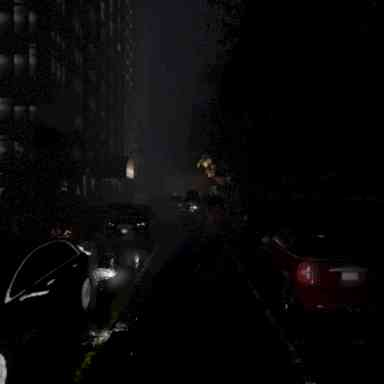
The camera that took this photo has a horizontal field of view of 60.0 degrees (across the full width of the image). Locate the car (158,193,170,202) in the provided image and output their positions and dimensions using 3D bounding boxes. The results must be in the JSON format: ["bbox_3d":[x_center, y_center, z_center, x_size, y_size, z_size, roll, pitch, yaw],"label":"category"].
[{"bbox_3d":[-5.269,0.947,62.810,1.967,1.590,4.097,0,0,0],"label":"car"}]

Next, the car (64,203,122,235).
[{"bbox_3d":[-5.302,1.404,18.452,1.887,1.381,4.507,0,0,0],"label":"car"}]

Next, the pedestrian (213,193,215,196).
[{"bbox_3d":[2.780,0.964,42.442,0.375,1.860,0.375,0,0,0],"label":"pedestrian"}]

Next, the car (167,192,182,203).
[{"bbox_3d":[-2.761,1.118,56.960,1.994,1.385,4.181,0,0,1],"label":"car"}]

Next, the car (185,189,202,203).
[{"bbox_3d":[0.043,0.776,55.187,2.150,2.045,5.566,0,0,0],"label":"car"}]

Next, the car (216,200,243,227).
[{"bbox_3d":[2.579,1.383,18.609,1.752,1.417,4.829,0,0,0],"label":"car"}]

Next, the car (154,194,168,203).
[{"bbox_3d":[-5.274,1.103,57.266,2.008,1.369,4.403,0,0,0],"label":"car"}]

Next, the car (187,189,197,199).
[{"bbox_3d":[0.053,0.459,73.599,2.150,2.045,5.566,0,0,0],"label":"car"}]

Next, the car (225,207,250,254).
[{"bbox_3d":[2.575,1.467,12.894,1.947,1.339,4.313,0,0,0],"label":"car"}]

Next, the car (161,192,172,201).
[{"bbox_3d":[-5.265,0.902,68.354,1.967,1.590,4.097,0,0,0],"label":"car"}]

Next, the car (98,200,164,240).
[{"bbox_3d":[-2.821,1.367,16.391,2.128,1.511,4.902,0,0,0],"label":"car"}]

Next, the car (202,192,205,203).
[{"bbox_3d":[2.607,1.097,57.255,1.887,1.381,4.507,0,0,0],"label":"car"}]

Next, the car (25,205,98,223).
[{"bbox_3d":[-5.305,1.342,12.907,1.967,1.590,4.097,0,0,0],"label":"car"}]

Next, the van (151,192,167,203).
[{"bbox_3d":[-5.277,0.938,51.719,1.690,1.788,3.998,0,0,0],"label":"van"}]

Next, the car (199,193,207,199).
[{"bbox_3d":[2.623,0.914,79.435,1.887,1.381,4.507,0,0,0],"label":"car"}]

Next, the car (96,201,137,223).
[{"bbox_3d":[-5.297,1.382,23.997,1.947,1.339,4.313,0,0,0],"label":"car"}]

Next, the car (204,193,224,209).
[{"bbox_3d":[2.778,1.199,39.497,1.837,1.490,4.892,0,0,0],"label":"car"}]

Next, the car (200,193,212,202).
[{"bbox_3d":[2.611,0.947,62.799,1.967,1.590,4.097,0,0,0],"label":"car"}]

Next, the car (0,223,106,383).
[{"bbox_3d":[-2.844,1.469,4.727,1.837,1.490,4.892,0,0,0],"label":"car"}]

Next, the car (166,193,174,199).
[{"bbox_3d":[-5.258,0.952,79.445,1.802,1.307,4.206,0,0,0],"label":"car"}]

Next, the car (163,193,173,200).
[{"bbox_3d":[-5.262,0.943,73.730,1.752,1.417,4.829,0,0,0],"label":"car"}]

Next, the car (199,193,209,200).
[{"bbox_3d":[2.619,0.982,73.890,1.947,1.339,4.313,0,0,0],"label":"car"}]

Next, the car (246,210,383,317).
[{"bbox_3d":[2.571,1.384,7.348,1.967,1.590,4.097,0,0,0],"label":"car"}]
